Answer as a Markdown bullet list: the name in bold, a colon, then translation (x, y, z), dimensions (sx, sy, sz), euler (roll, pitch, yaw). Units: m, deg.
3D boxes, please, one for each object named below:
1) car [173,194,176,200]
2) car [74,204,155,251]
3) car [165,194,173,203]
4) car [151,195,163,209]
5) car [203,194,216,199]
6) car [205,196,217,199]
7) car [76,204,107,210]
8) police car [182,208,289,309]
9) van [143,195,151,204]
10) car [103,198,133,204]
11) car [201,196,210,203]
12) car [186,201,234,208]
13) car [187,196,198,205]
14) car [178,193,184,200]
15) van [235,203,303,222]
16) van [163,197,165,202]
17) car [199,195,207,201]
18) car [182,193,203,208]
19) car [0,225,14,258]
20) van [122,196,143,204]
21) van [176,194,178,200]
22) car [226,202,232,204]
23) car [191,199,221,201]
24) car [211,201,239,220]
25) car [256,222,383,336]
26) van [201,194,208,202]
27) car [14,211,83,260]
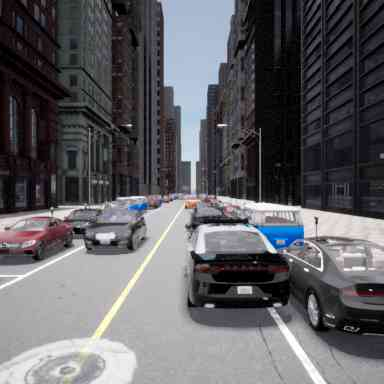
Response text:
- **car**: translation (-5.581, 1.636, 79.923), dimensions (1.947, 1.339, 4.313), euler (0, 0, 0)
- **car**: translation (-3.068, 1.493, 14.192), dimensions (2.128, 1.511, 4.902), euler (0, 0, 0)
- **car**: translation (-5.607, 1.597, 68.650), dimensions (1.887, 1.381, 4.507), euler (0, 0, 0)
- **car**: translation (-5.659, 1.339, 46.103), dimensions (2.192, 1.841, 5.009), euler (0, 0, 0)
- **car**: translation (2.879, 1.345, 51.735), dimensions (2.192, 1.841, 5.009), euler (0, 0, 0)
- **car**: translation (2.854, 1.564, 40.462), dimensions (1.887, 1.381, 4.507), euler (0, 0, 0)
- **car**: translation (-5.723, 1.569, 17.921), dimensions (1.947, 1.339, 4.313), euler (0, 0, 0)
- **police car**: translation (0.794, 1.427, 8.118), dimensions (1.930, 1.638, 5.238), euler (0, 0, -2)
- **van**: translation (-5.685, 1.356, 34.831), dimensions (1.690, 1.788, 3.998), euler (0, 0, 0)
- **car**: translation (-5.711, 1.447, 23.558), dimensions (1.967, 1.590, 4.097), euler (0, 0, 0)
- **car**: translation (2.932, 1.586, 74.450), dimensions (1.752, 1.417, 4.829), euler (0, 0, 0)
- **car**: translation (0.828, 1.482, 18.012), dimensions (1.882, 1.535, 5.008), euler (0, 0, -2)
- **car**: translation (0.136, 1.544, 59.108), dimensions (1.837, 1.490, 4.892), euler (0, 0, 0)
- **car**: translation (-2.786, 1.692, 92.765), dimensions (1.895, 1.301, 4.718), euler (0, 0, 0)
- **van**: translation (2.789, 1.342, 12.281), dimensions (1.690, 1.788, 3.998), euler (0, 0, 0)
- **van**: translation (-5.646, 1.371, 51.739), dimensions (1.690, 1.788, 3.998), euler (0, 0, 0)
- **car**: translation (2.970, 1.529, 91.189), dimensions (1.967, 1.590, 4.097), euler (0, 0, 0)
- **car**: translation (0.126, 1.376, 46.041), dimensions (2.097, 1.767, 4.553), euler (0, 0, 1)
- **car**: translation (-5.749, 1.566, 6.647), dimensions (1.947, 1.339, 4.313), euler (0, 0, 0)
- **van**: translation (-5.698, 1.351, 29.194), dimensions (1.690, 1.788, 3.998), euler (0, 0, 0)
- **van**: translation (-5.555, 1.430, 91.197), dimensions (1.690, 1.788, 3.998), euler (0, 0, 0)
- **car**: translation (2.815, 1.588, 23.554), dimensions (1.802, 1.307, 4.206), euler (0, 0, 0)
- **car**: translation (0.955, 1.513, 24.034), dimensions (1.837, 1.490, 4.892), euler (0, 0, 0)
- **car**: translation (2.828, 1.561, 29.190), dimensions (2.008, 1.369, 4.403), euler (0, 0, 0)
- **car**: translation (2.776, 1.551, 6.645), dimensions (2.008, 1.369, 4.403), euler (0, 0, 0)
- **van**: translation (2.944, 1.411, 79.916), dimensions (1.690, 1.788, 3.998), euler (0, 0, 0)
- **car**: translation (-5.736, 1.583, 12.284), dimensions (1.802, 1.307, 4.206), euler (0, 0, 0)
